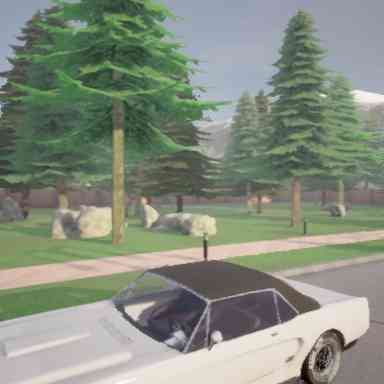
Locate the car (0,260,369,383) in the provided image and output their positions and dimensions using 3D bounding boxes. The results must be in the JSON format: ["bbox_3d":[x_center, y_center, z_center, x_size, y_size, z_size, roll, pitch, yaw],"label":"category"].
[{"bbox_3d":[-0.106,1.584,3.771,4.718,1.301,1.895,0,0,-34],"label":"car"}]
